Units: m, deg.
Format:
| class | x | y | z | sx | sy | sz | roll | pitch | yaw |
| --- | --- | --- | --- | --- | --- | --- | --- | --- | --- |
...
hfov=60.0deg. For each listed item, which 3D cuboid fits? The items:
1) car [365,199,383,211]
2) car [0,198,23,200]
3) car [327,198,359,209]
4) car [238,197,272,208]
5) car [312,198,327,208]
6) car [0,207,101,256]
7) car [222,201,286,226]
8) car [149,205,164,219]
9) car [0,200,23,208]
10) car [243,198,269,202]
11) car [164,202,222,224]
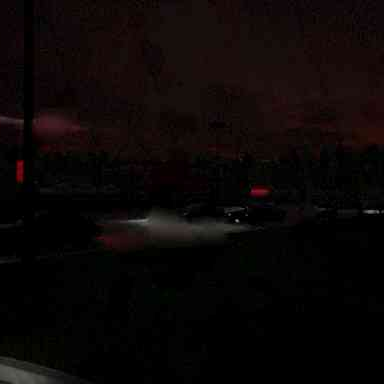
| class | x | y | z | sx | sy | sz | roll | pitch | yaw |
| --- | --- | --- | --- | --- | --- | --- | --- | --- | --- |
| car | 23.000 | 1.566 | 40.903 | 4.181 | 1.385 | 1.994 | 0 | 0 | -43 |
| car | -14.198 | 1.252 | 24.673 | 4.553 | 1.767 | 2.097 | 0 | 0 | -44 |
| car | 19.733 | 1.478 | 42.638 | 4.902 | 1.511 | 2.128 | 0 | 0 | -43 |
| car | 8.978 | 1.486 | 46.933 | 5.357 | 1.411 | 2.033 | 0 | 0 | -43 |
| car | 18.853 | 1.522 | 46.612 | 5.357 | 1.411 | 2.033 | 0 | 0 | -43 |
| car | -5.919 | 1.478 | 13.199 | 4.674 | 1.442 | 1.812 | 0 | 0 | -44 |
| car | 4.542 | 1.571 | 23.301 | 4.718 | 1.301 | 1.895 | 0 | 0 | -44 |
| car | -1.463 | 1.504 | 27.233 | 4.181 | 1.385 | 1.994 | 0 | 0 | -44 |
| car | -12.447 | 1.438 | 21.484 | 4.674 | 1.442 | 1.812 | 0 | 0 | -44 |
| car | 8.288 | 1.548 | 41.454 | 4.718 | 1.301 | 1.895 | 0 | 0 | -44 |
| car | 0.499 | 1.479 | 24.244 | 4.674 | 1.442 | 1.812 | 0 | 0 | -44 |
